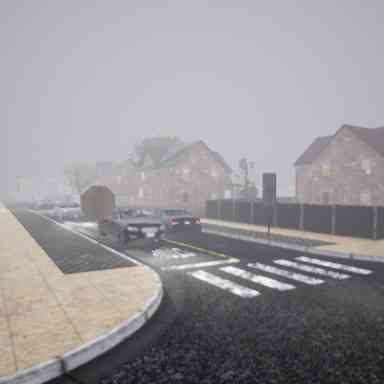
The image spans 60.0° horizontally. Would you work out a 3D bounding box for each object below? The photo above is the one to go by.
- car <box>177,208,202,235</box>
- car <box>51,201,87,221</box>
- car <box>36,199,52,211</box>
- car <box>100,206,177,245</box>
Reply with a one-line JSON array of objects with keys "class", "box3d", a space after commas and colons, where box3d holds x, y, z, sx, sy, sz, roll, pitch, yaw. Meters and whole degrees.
[{"class": "car", "box3d": [-1.420, 1.523, 18.153, 2.033, 1.411, 5.357, 1, 0, -28]}, {"class": "car", "box3d": [-9.940, 1.541, 27.174, 1.895, 1.301, 4.718, 1, 0, -31]}, {"class": "car", "box3d": [-17.601, 1.513, 40.092, 1.994, 1.385, 4.181, 1, 0, -30]}, {"class": "car", "box3d": [-2.908, 1.446, 15.404, 2.128, 1.511, 4.902, 1, 0, -31]}]
